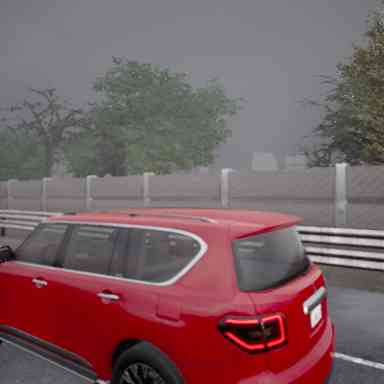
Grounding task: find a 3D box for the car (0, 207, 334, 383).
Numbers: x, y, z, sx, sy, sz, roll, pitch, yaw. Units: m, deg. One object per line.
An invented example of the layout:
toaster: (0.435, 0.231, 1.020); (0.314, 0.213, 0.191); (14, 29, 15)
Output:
car: (-1.057, 1.235, 4.596); (5.566, 2.045, 2.150); (0, 0, 35)
